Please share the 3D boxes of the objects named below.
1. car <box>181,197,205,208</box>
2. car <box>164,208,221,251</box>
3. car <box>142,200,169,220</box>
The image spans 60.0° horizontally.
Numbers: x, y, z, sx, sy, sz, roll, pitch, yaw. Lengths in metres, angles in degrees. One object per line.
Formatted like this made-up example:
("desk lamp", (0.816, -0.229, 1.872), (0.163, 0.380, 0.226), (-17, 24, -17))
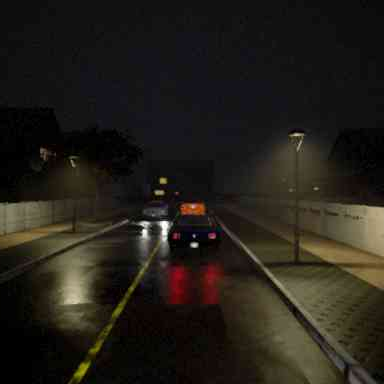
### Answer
("car", (0.086, 1.234, 29.034), (2.097, 1.767, 4.553), (0, 0, 0))
("car", (0.089, 1.535, 13.659), (1.895, 1.301, 4.718), (0, 0, 0))
("car", (-2.846, 1.414, 26.739), (1.812, 1.442, 4.674), (0, 0, 0))
